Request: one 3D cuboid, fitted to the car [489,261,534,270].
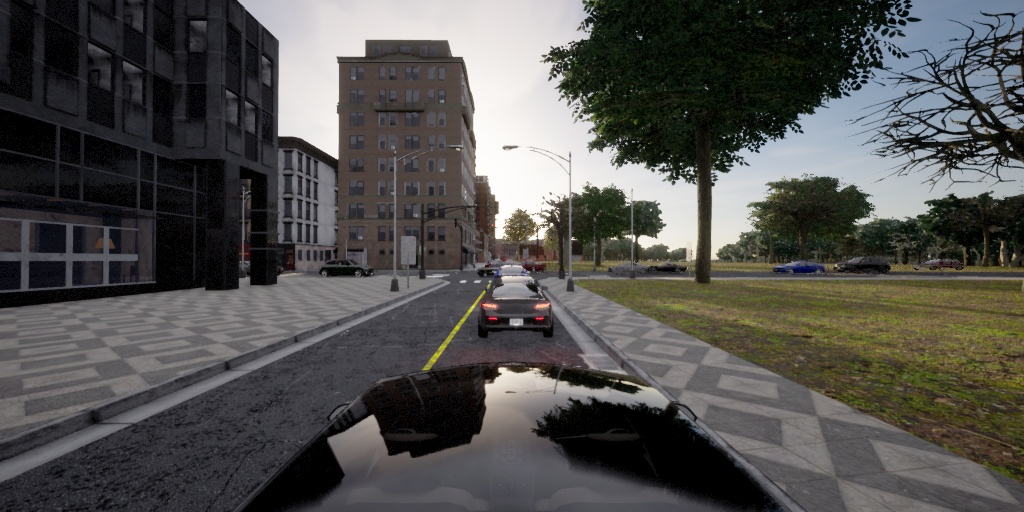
[{"bbox_3d":[-0.014,1.241,19.532,1.882,1.535,5.008,0,0,0],"label":"car"}]

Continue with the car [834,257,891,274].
[{"bbox_3d":[42.434,1.118,43.479,5.566,2.045,2.150,0,-1,0],"label":"car"}]

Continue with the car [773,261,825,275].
[{"bbox_3d":[32.117,1.317,40.216,5.008,1.535,1.882,0,-1,0],"label":"car"}]

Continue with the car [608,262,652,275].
[{"bbox_3d":[12.917,1.381,40.113,4.181,1.385,1.994,0,-1,-1],"label":"car"}]

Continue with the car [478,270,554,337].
[{"bbox_3d":[0.076,1.280,10.143,1.812,1.442,4.674,0,0,-1],"label":"car"}]

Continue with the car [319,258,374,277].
[{"bbox_3d":[-15.245,1.074,33.292,4.553,1.767,2.097,0,-1,0],"label":"car"}]

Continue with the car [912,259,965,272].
[{"bbox_3d":[47.817,1.008,40.204,4.674,1.442,1.812,0,-1,0],"label":"car"}]

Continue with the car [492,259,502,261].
[{"bbox_3d":[-3.083,1.430,56.216,1.895,1.301,4.718,0,0,1],"label":"car"}]

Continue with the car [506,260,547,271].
[{"bbox_3d":[2.044,1.311,45.893,5.008,1.535,1.882,1,1,36],"label":"car"}]

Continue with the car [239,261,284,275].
[{"bbox_3d":[-24.382,1.217,33.247,4.902,1.511,2.128,0,-1,0],"label":"car"}]

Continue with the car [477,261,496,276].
[{"bbox_3d":[-1.410,1.376,33.800,1.895,1.301,4.718,0,0,26],"label":"car"}]

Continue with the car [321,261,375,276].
[{"bbox_3d":[-16.627,1.284,36.540,4.674,1.442,1.812,0,-1,-2],"label":"car"}]

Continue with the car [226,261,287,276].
[{"bbox_3d":[-25.881,1.267,36.489,4.892,1.490,1.837,0,-1,0],"label":"car"}]

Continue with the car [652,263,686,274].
[{"bbox_3d":[18.324,1.459,43.405,4.718,1.301,1.895,0,-1,0],"label":"car"}]
